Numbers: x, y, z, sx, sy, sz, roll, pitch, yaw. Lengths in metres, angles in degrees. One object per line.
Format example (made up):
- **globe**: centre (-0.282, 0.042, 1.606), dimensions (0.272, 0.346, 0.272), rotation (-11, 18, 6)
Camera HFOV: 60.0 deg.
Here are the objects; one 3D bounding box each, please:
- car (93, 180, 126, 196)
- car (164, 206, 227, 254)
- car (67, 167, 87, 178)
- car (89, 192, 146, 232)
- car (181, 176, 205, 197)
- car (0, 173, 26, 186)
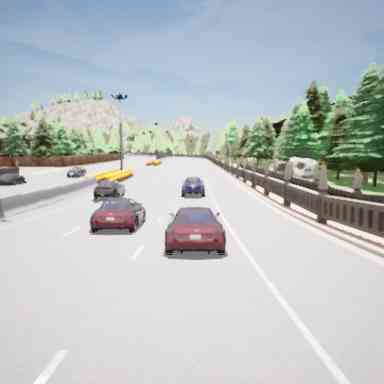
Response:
- **car**: centre (-6.896, -0.246, 28.102), dimensions (2.128, 1.511, 4.902), rotation (0, 7, 0)
- **car**: centre (0.102, 1.201, 11.878), dimensions (1.994, 1.385, 4.181), rotation (0, 3, 0)
- **car**: centre (-17.404, -3.016, 50.382), dimensions (2.128, 1.511, 4.902), rotation (0, 7, 0)
- **car**: centre (-3.398, 0.960, 15.855), dimensions (1.994, 1.385, 4.181), rotation (0, 4, 0)
- **car**: centre (0.108, -0.668, 30.450), dimensions (2.097, 1.767, 4.553), rotation (0, 7, 0)
- **car**: centre (-21.037, -1.461, 38.464), dimensions (1.994, 1.385, 4.181), rotation (0, 7, 1)
